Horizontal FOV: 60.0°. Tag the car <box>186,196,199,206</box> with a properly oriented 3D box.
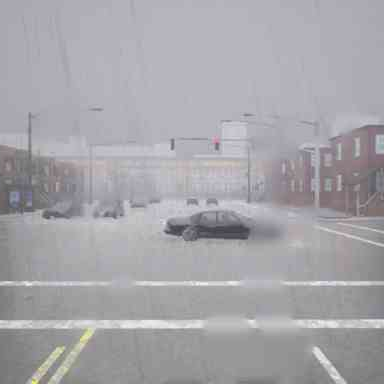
[{"bbox_3d":[0.085,1.477,56.346,1.882,1.535,5.008,0,0,0],"label":"car"}]

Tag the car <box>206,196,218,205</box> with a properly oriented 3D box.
[{"bbox_3d":[3.481,1.504,58.461,1.837,1.490,4.892,0,0,0],"label":"car"}]

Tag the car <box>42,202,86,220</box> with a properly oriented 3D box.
[{"bbox_3d":[-10.695,1.547,28.211,2.033,1.411,5.357,0,0,1],"label":"car"}]

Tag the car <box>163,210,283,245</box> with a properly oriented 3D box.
[{"bbox_3d":[1.402,1.547,15.298,5.357,1.411,2.033,0,0,14],"label":"car"}]

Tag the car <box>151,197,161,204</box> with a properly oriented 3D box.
[{"bbox_3d":[-7.021,1.631,63.607,1.895,1.301,4.718,0,0,0],"label":"car"}]

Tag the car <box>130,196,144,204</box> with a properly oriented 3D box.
[{"bbox_3d":[-10.521,1.492,63.618,1.882,1.535,5.008,0,0,0],"label":"car"}]

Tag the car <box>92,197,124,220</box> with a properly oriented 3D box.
[{"bbox_3d":[-7.059,1.491,28.420,2.128,1.511,4.902,0,0,-1],"label":"car"}]

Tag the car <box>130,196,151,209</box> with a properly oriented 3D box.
[{"bbox_3d":[-7.111,1.505,44.771,1.837,1.490,4.892,0,0,0],"label":"car"}]

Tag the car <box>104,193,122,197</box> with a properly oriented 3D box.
[{"bbox_3d":[-10.606,1.213,44.299,2.150,2.045,5.566,0,1,0],"label":"car"}]
